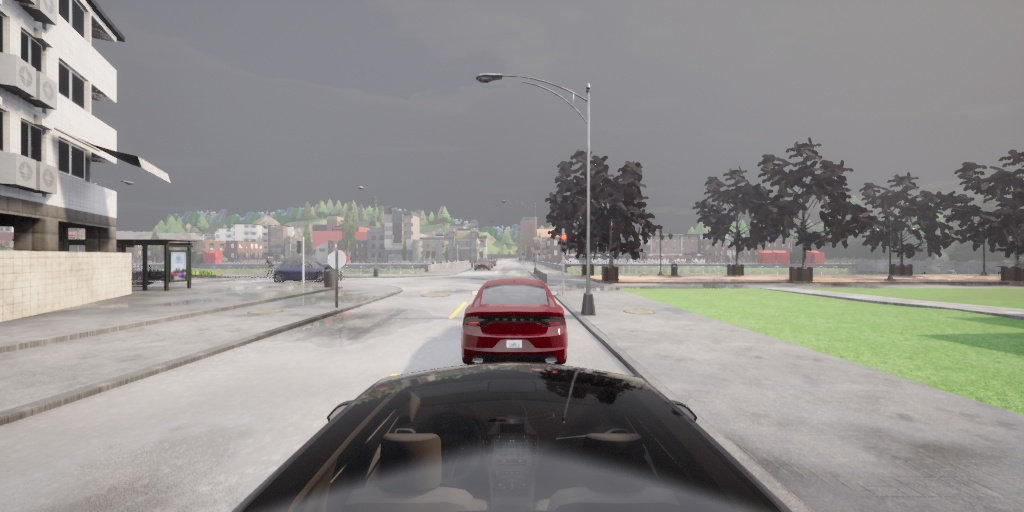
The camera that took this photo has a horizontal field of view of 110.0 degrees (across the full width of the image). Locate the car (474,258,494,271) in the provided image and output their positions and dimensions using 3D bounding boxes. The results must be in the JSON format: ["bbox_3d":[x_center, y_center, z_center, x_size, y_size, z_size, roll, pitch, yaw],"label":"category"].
[{"bbox_3d":[-4.074,1.102,50.297,2.097,1.767,4.553,0,0,0],"label":"car"}]

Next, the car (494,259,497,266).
[{"bbox_3d":[-4.055,1.241,59.541,2.128,1.511,4.902,0,0,0],"label":"car"}]

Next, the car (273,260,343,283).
[{"bbox_3d":[-15.167,1.102,26.888,4.553,1.767,2.097,0,0,0],"label":"car"}]

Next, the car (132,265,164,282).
[{"bbox_3d":[-28.299,1.351,26.903,4.718,1.301,1.895,0,0,0],"label":"car"}]

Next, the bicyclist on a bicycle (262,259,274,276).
[{"bbox_3d":[-24.011,1.099,35.296,0.582,1.620,1.656,0,0,0],"label":"bicyclist on a bicycle"}]

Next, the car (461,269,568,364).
[{"bbox_3d":[0.055,1.228,8.097,1.882,1.535,5.008,0,0,0],"label":"car"}]
